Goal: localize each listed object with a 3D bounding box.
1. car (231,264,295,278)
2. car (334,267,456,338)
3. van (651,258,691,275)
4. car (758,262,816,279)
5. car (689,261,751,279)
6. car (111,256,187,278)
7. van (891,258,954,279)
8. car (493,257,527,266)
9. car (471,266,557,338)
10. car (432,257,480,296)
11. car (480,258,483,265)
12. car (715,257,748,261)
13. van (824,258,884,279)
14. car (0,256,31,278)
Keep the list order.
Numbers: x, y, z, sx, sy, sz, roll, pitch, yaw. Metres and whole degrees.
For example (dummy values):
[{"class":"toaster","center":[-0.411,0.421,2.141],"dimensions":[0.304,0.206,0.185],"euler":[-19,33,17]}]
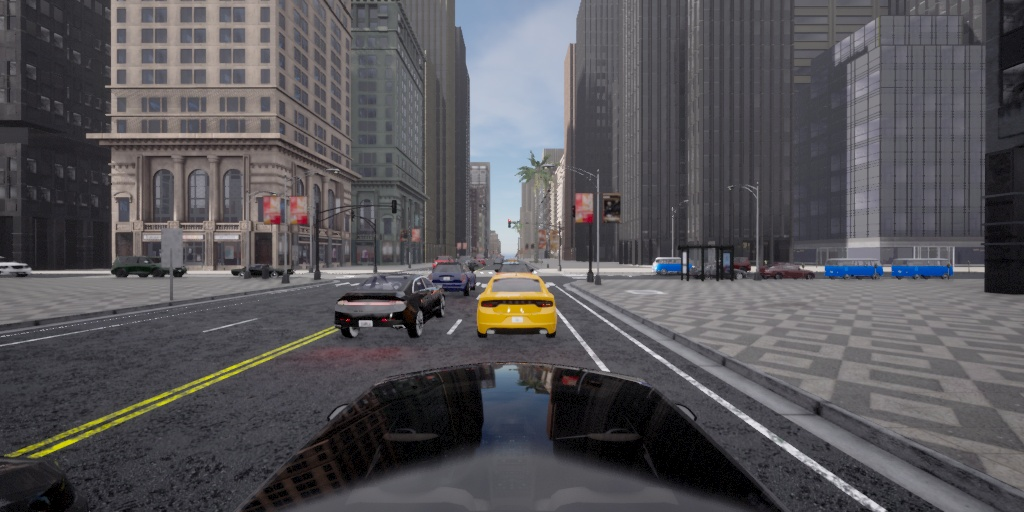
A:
[{"class":"car","center":[-22.548,1.375,32.610],"dimensions":[4.718,1.301,1.895],"euler":[0,0,0]},{"class":"car","center":[-3.140,1.241,10.151],"dimensions":[2.128,1.511,4.902],"euler":[0,0,0]},{"class":"van","center":[17.114,1.065,38.386],"dimensions":[3.998,1.789,1.690],"euler":[0,0,0]},{"class":"car","center":[22.785,1.326,29.856],"dimensions":[4.207,1.307,1.802],"euler":[0,0,0]},{"class":"car","center":[17.107,1.299,29.861],"dimensions":[4.403,1.370,2.007],"euler":[0,0,0]},{"class":"car","center":[-33.022,1.007,32.677],"dimensions":[5.566,2.045,2.150],"euler":[0,0,0]},{"class":"van","center":[34.139,1.080,29.845],"dimensions":[3.998,1.789,1.690],"euler":[0,0,0]},{"class":"car","center":[0.123,1.102,19.315],"dimensions":[2.097,1.767,4.553],"euler":[0,0,0]},{"class":"car","center":[0.109,1.227,10.241],"dimensions":[1.882,1.535,5.008],"euler":[0,0,0]},{"class":"car","center":[-3.127,1.102,19.290],"dimensions":[2.097,1.767,4.553],"euler":[0,0,0]},{"class":"car","center":[-6.505,1.353,60.315],"dimensions":[1.895,1.301,4.718],"euler":[0,0,0]},{"class":"car","center":[22.791,1.035,38.381],"dimensions":[5.009,1.841,2.192],"euler":[0,0,0]},{"class":"van","center":[28.463,1.082,29.850],"dimensions":[3.998,1.789,1.690],"euler":[0,0,0]},{"class":"car","center":[-47.784,1.027,32.781],"dimensions":[5.566,2.045,2.150],"euler":[0,0,1]}]
